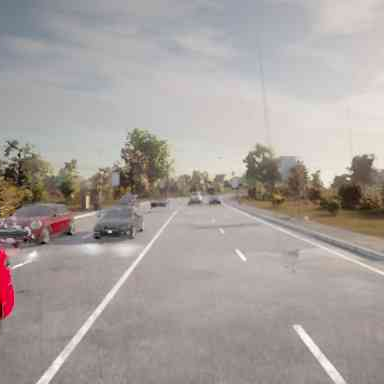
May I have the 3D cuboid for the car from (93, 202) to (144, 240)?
[{"bbox_3d":[-3.610,1.480,17.081,1.837,1.490,4.892,0,1,0],"label":"car"}]

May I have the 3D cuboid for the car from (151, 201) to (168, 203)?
[{"bbox_3d":[-3.507,1.194,36.970,1.895,1.301,4.718,0,0,0],"label":"car"}]

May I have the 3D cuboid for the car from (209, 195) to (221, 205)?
[{"bbox_3d":[3.866,1.507,56.432,1.895,1.301,4.718,0,0,2],"label":"car"}]

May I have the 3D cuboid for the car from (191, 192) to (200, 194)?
[{"bbox_3d":[0.809,1.107,66.867,2.150,2.045,5.566,0,0,3],"label":"car"}]

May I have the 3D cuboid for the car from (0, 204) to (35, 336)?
[{"bbox_3d":[-3.604,1.224,2.499,2.150,2.045,5.566,0,0,0],"label":"car"}]

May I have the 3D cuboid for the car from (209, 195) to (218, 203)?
[{"bbox_3d":[4.302,1.404,66.637,1.812,1.442,4.674,0,0,3],"label":"car"}]

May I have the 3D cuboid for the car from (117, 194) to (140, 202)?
[{"bbox_3d":[-7.006,0.958,37.055,2.097,1.767,4.553,0,0,0],"label":"car"}]

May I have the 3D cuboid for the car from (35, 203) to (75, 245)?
[{"bbox_3d":[-7.112,1.338,15.376,2.097,1.767,4.553,0,0,0],"label":"car"}]

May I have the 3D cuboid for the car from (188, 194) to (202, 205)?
[{"bbox_3d":[0.366,1.457,56.487,2.033,1.411,5.357,0,0,2],"label":"car"}]
